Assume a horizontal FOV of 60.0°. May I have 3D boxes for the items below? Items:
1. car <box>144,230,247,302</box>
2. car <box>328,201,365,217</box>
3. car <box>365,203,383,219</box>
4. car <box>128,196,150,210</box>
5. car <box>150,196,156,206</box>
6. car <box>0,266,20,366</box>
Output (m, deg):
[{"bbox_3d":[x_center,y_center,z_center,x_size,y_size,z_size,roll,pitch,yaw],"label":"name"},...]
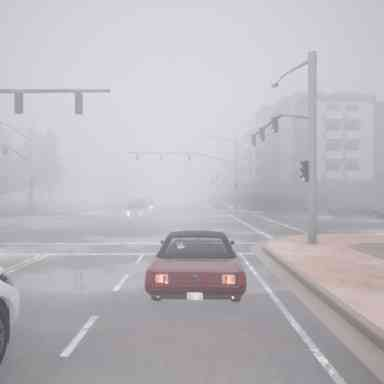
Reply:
[{"bbox_3d":[0.132,1.601,8.246,1.895,1.301,4.718,0,0,2],"label":"car"},{"bbox_3d":[14.698,1.563,30.411,4.181,1.385,1.994,0,0,-2],"label":"car"},{"bbox_3d":[17.468,1.547,27.082,5.357,1.411,2.033,0,0,-2],"label":"car"},{"bbox_3d":[-7.084,1.477,43.450,1.882,1.535,5.008,0,0,0],"label":"car"},{"bbox_3d":[-7.074,1.490,55.537,2.128,1.511,4.902,0,0,0],"label":"car"},{"bbox_3d":[-3.455,1.221,2.189,2.150,2.045,5.566,0,0,1],"label":"car"}]
